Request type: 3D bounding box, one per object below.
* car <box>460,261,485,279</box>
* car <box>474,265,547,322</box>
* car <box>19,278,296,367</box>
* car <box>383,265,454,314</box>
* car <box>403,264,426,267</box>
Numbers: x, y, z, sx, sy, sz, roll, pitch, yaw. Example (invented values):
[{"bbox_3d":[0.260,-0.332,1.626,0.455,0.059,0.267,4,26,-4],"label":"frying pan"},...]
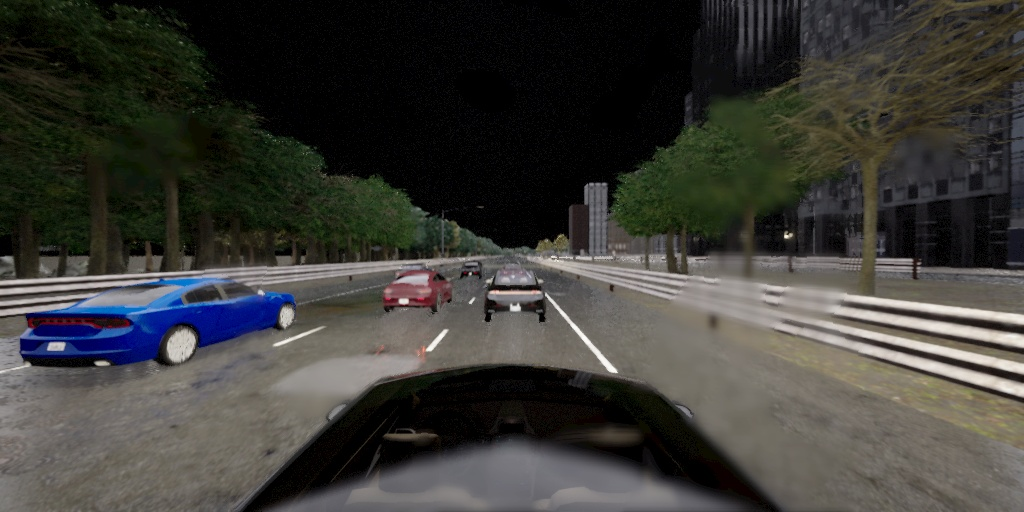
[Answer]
[{"bbox_3d":[-3.414,1.198,31.805,1.837,1.490,4.892,0,0,0],"label":"car"},{"bbox_3d":[0.095,1.223,12.242,2.128,1.511,4.902,0,0,0],"label":"car"},{"bbox_3d":[-6.904,1.216,7.908,1.882,1.535,5.008,0,0,0],"label":"car"},{"bbox_3d":[-3.406,1.254,13.595,1.812,1.442,4.674,0,0,0],"label":"car"},{"bbox_3d":[-6.909,1.252,25.986,2.033,1.411,5.357,0,0,0],"label":"car"}]
